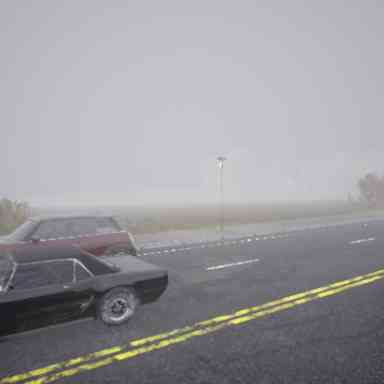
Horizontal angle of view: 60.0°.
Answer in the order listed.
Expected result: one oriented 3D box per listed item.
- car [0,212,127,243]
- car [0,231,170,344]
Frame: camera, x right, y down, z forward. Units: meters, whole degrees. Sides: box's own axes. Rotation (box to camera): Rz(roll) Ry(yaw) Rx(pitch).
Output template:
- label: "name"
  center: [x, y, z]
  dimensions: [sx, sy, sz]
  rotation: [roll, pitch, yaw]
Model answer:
- label: "car"
  center: [-3.820, 1.404, 8.814]
  dimensions: [4.553, 1.767, 2.097]
  rotation: [-1, 0, -34]
- label: "car"
  center: [-2.848, 1.644, 5.550]
  dimensions: [4.718, 1.301, 1.895]
  rotation: [-1, 0, -34]
